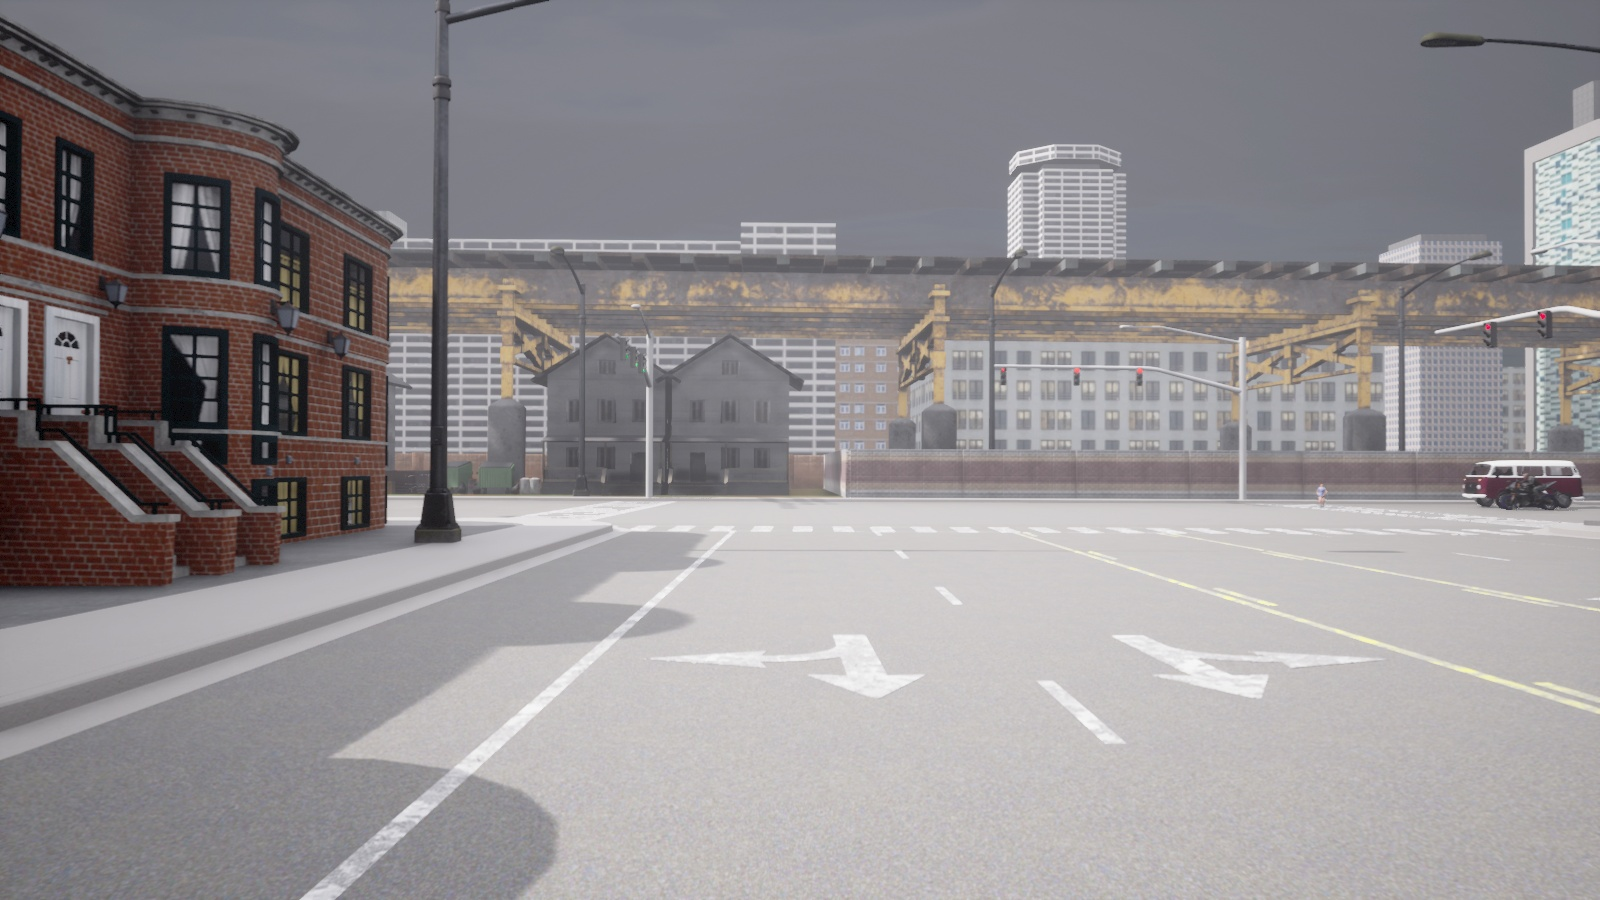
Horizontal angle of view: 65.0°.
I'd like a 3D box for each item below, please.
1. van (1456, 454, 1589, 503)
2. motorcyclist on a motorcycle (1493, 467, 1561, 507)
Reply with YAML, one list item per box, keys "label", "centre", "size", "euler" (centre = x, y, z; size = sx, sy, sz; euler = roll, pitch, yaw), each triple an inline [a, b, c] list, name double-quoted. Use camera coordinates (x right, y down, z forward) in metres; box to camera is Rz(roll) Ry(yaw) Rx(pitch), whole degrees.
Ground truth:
- label: "van"
  centre: [30.793, 1.204, 53.617]
  size: [4.480, 2.038, 2.069]
  euler: [0, -1, 0]
- label: "motorcyclist on a motorcycle"
  centre: [28.990, 1.468, 50.092]
  size: [2.191, 1.530, 0.866]
  euler: [-1, -1, 1]
